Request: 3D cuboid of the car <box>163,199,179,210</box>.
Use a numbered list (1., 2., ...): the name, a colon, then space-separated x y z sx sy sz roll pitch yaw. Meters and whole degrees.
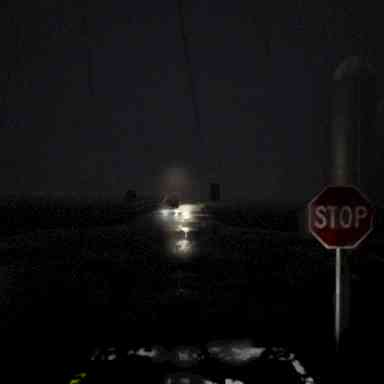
1. car: -2.688 1.572 43.428 1.895 1.301 4.718 0 0 0
